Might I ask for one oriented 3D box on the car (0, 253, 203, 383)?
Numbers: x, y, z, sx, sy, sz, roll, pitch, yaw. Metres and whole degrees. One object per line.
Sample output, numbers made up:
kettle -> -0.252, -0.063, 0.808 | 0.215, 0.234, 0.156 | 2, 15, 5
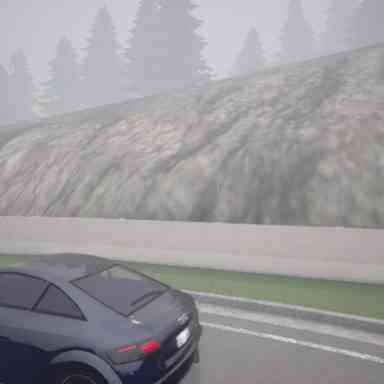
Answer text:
car -> -1.970, 1.536, 4.313 | 4.181, 1.385, 1.994 | 0, 0, 20
